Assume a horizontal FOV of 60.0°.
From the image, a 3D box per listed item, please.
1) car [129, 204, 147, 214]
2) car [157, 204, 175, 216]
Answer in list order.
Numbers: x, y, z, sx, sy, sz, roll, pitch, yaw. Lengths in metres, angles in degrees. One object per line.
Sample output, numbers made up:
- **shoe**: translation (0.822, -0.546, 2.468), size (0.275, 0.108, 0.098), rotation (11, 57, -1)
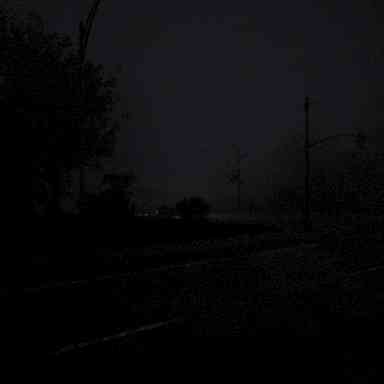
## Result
- **car**: translation (-9.736, 2.956, 58.551), size (2.097, 1.767, 4.553), rotation (0, -3, -33)
- **car**: translation (-2.578, 2.209, 40.633), size (2.128, 1.511, 4.902), rotation (0, -3, -32)
